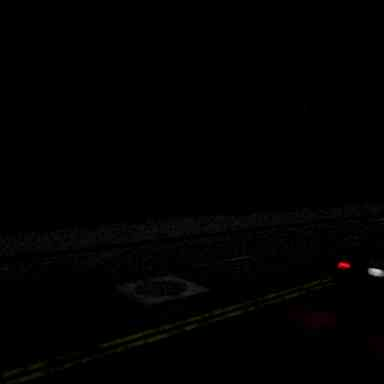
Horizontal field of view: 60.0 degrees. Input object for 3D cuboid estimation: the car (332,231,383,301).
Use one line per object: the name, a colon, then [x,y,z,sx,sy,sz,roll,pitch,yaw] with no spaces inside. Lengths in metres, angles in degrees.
car: [5.259,1.404,7.240,5.357,1.411,2.033,-1,1,-35]
